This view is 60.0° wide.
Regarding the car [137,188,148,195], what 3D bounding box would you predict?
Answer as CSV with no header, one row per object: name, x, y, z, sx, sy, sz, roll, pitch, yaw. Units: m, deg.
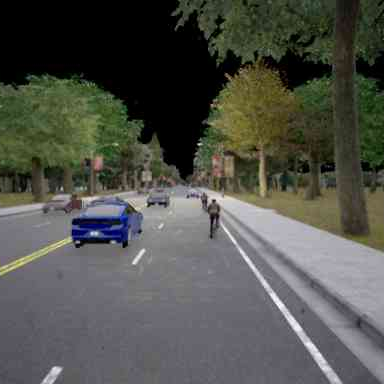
car,-9.751,-0.175,66.227,1.994,1.385,4.181,0,1,0

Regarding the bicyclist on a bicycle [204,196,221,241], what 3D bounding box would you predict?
bicyclist on a bicycle,0.893,1.095,13.364,0.582,1.620,1.656,0,1,0

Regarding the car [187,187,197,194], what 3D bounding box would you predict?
car,0.014,-0.372,74.083,1.994,1.385,4.181,0,1,0

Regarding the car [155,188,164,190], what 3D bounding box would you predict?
car,-6.494,-0.188,66.211,2.033,1.411,5.357,0,1,0

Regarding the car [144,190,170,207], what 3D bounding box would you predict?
car,-3.146,0.744,32.096,1.895,1.301,4.718,0,2,0

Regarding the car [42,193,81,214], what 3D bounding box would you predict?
car,-9.832,0.840,25.661,1.812,1.442,4.674,0,2,0

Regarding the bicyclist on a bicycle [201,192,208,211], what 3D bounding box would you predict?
bicyclist on a bicycle,0.895,0.818,23.779,0.582,1.620,1.656,0,1,0

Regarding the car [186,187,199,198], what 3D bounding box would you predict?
car,0.108,0.187,51.466,2.033,1.411,5.357,0,1,0

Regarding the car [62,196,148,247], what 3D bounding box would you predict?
car,-3.150,1.124,13.201,1.882,1.535,5.008,0,2,0

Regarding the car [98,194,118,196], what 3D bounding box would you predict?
car,-6.593,0.854,25.970,2.033,1.411,5.357,0,2,0
